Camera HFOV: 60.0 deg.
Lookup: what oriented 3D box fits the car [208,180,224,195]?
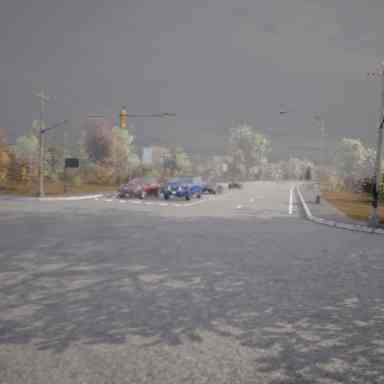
[{"bbox_3d":[2.359,-0.509,38.534,2.033,1.411,5.357,3,3,17],"label":"car"}]

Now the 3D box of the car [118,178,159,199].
[{"bbox_3d":[-4.384,-0.430,28.421,2.097,1.767,4.553,3,3,18],"label":"car"}]

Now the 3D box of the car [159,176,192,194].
[{"bbox_3d":[-1.760,-0.791,36.949,2.097,1.767,4.553,3,3,17],"label":"car"}]

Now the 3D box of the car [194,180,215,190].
[{"bbox_3d":[1.862,-1.083,48.841,1.994,1.385,4.181,3,3,17],"label":"car"}]

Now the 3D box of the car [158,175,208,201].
[{"bbox_3d":[-0.593,-0.417,28.716,2.150,2.045,5.566,3,3,17],"label":"car"}]

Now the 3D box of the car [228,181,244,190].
[{"bbox_3d":[7.196,-1.127,54.372,1.895,1.301,4.718,3,3,17],"label":"car"}]
